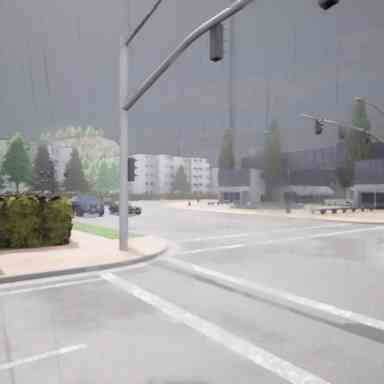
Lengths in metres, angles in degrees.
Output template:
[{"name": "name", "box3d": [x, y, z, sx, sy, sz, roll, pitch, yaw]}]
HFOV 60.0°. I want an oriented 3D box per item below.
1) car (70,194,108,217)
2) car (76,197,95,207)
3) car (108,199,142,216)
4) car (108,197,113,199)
[{"name": "car", "box3d": [-10.132, 1.253, 31.686, 2.150, 2.045, 5.566, 0, 0, -32]}, {"name": "car", "box3d": [-17.481, 1.563, 54.643, 1.837, 1.490, 4.892, 0, -1, -4]}, {"name": "car", "box3d": [-6.600, 1.644, 32.623, 1.895, 1.301, 4.718, 0, 0, -33]}, {"name": "car", "box3d": [-14.072, 1.615, 55.695, 2.033, 1.411, 5.357, 0, 0, -2]}]
